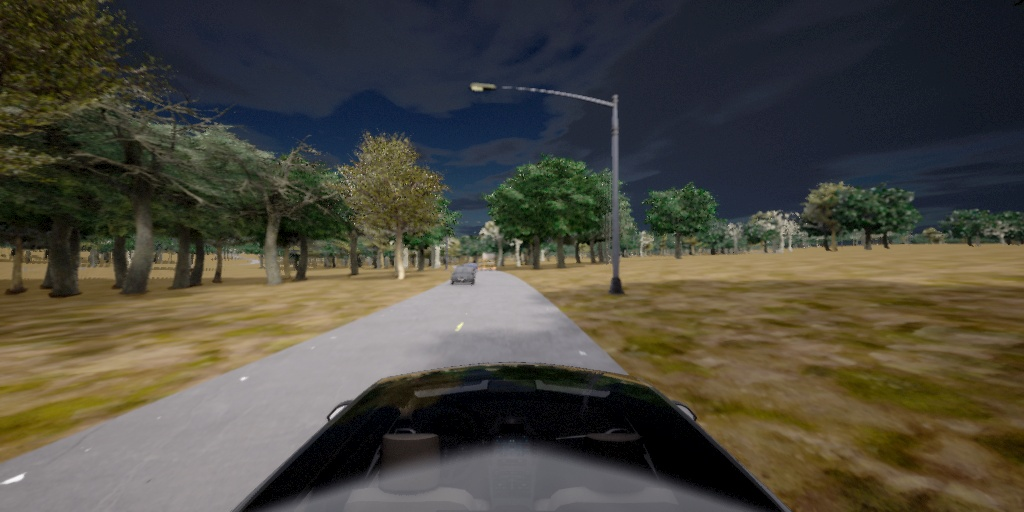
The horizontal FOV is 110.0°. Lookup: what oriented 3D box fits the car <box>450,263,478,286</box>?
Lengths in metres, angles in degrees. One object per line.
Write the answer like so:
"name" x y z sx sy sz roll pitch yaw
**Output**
"car" -3.825 1.540 28.769 1.837 1.490 4.892 0 -1 -3
